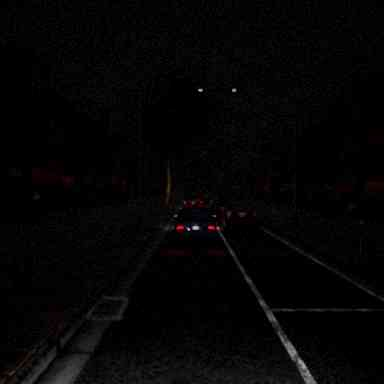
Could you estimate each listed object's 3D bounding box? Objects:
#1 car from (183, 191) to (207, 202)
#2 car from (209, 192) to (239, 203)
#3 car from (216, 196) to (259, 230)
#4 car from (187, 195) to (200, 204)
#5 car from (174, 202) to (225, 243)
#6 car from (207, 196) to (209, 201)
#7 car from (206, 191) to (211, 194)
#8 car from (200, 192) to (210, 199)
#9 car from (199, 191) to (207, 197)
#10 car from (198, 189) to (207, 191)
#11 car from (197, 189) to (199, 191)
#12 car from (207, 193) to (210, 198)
[{"bbox_3d":[0.121,1.038,33.482,2.097,1.767,4.553,0,1,0],"label":"car"},{"bbox_3d":[2.739,1.086,25.430,2.192,1.841,5.009,1,1,0],"label":"car"},{"bbox_3d":[2.717,1.267,19.890,1.967,1.590,4.097,1,1,0],"label":"car"},{"bbox_3d":[0.282,1.102,50.340,1.895,1.301,4.718,0,1,0],"label":"car"},{"bbox_3d":[0.153,1.417,15.329,2.033,1.411,5.357,0,1,0],"label":"car"},{"bbox_3d":[2.757,1.280,30.973,1.947,1.339,4.313,1,1,0],"label":"car"},{"bbox_3d":[2.841,1.022,53.138,2.008,1.369,4.403,1,1,0],"label":"car"},{"bbox_3d":[2.923,0.771,75.300,1.947,1.339,4.313,1,1,0],"label":"car"},{"bbox_3d":[2.985,0.549,91.921,1.887,1.381,4.507,1,1,0],"label":"car"},{"bbox_3d":[2.885,0.654,64.216,2.192,1.841,5.009,1,1,0],"label":"car"},{"bbox_3d":[2.947,0.453,80.838,2.192,1.841,5.009,1,1,0],"label":"car"},{"bbox_3d":[2.779,1.180,36.684,1.752,1.417,4.829,1,1,0],"label":"car"}]
